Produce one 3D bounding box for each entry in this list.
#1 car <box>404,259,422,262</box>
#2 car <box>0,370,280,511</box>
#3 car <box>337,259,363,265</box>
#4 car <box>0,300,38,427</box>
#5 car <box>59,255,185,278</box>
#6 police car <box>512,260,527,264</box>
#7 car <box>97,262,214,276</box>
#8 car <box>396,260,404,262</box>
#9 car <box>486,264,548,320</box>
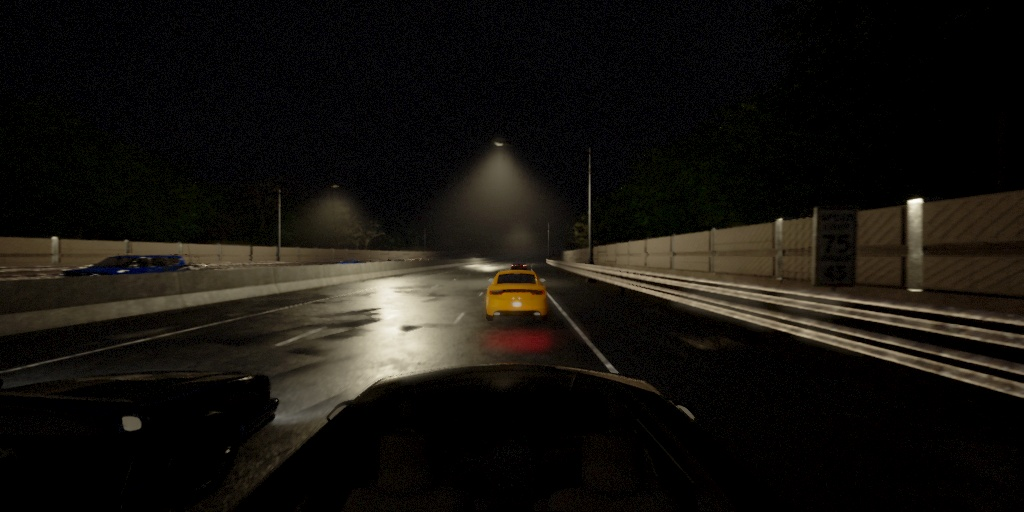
[{"bbox_3d":[-16.029,1.252,60.388,1.882,1.535,5.008,0,0,3],"label":"car"},{"bbox_3d":[-3.390,1.296,1.314,2.033,1.411,5.357,0,0,0],"label":"car"},{"bbox_3d":[-23.454,1.229,51.973,1.882,1.535,5.008,0,0,3],"label":"car"},{"bbox_3d":[-6.888,1.273,2.182,1.812,1.442,4.674,0,0,0],"label":"car"},{"bbox_3d":[-20.937,0.956,19.766,2.150,2.045,5.566,0,0,1],"label":"car"},{"bbox_3d":[0.906,1.293,43.786,2.038,1.542,4.974,0,0,2],"label":"police car"},{"bbox_3d":[-17.451,1.228,18.558,2.128,1.511,4.902,0,0,1],"label":"car"},{"bbox_3d":[-19.433,1.316,62.050,2.033,1.411,5.357,0,0,3],"label":"car"},{"bbox_3d":[0.173,1.227,12.669,1.882,1.535,5.008,0,0,1],"label":"car"}]
